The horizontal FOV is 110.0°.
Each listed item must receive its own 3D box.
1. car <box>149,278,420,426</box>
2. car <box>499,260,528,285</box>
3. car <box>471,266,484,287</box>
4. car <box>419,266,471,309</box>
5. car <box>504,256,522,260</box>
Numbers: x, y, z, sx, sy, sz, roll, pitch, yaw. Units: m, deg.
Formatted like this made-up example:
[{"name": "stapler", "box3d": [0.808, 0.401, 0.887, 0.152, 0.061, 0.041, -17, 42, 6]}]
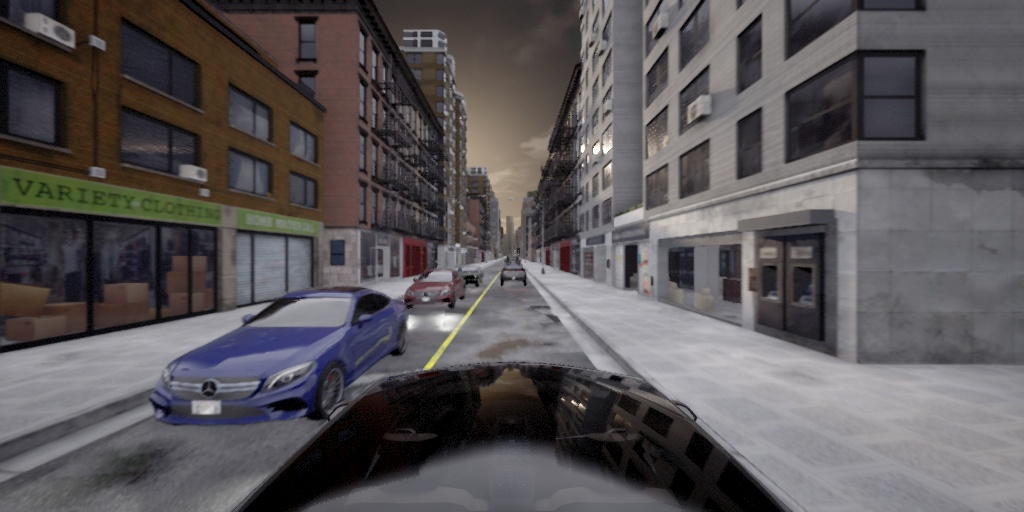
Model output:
[{"name": "car", "box3d": [-3.092, 1.275, 5.960, 1.812, 1.442, 4.674, 0, 0, 0]}, {"name": "car", "box3d": [0.103, 1.255, 25.924, 2.128, 1.511, 4.902, 0, 0, 0]}, {"name": "car", "box3d": [-2.995, 1.362, 24.599, 1.895, 1.301, 4.718, 0, 0, 0]}, {"name": "car", "box3d": [-3.063, 1.280, 15.153, 1.812, 1.442, 4.674, 0, 0, 0]}, {"name": "car", "box3d": [0.108, 1.000, 47.280, 2.150, 2.045, 5.566, 0, 0, 0]}]
